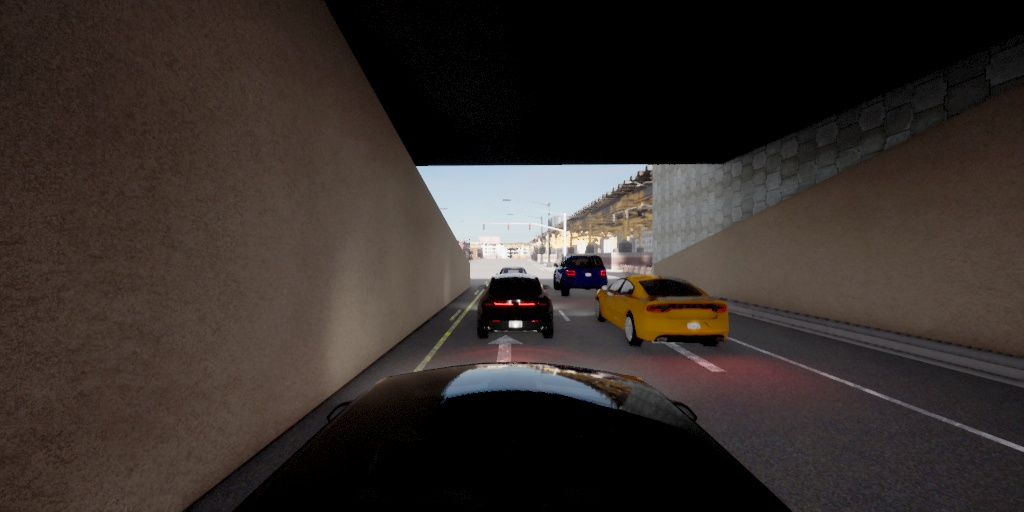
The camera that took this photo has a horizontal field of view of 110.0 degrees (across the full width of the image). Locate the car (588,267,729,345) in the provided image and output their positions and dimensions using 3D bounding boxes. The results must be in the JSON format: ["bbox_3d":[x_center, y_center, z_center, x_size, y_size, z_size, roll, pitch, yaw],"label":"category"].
[{"bbox_3d":[3.574,1.227,9.515,1.882,1.535,5.008,0,0,0],"label":"car"}]

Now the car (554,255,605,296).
[{"bbox_3d":[3.569,0.970,19.484,2.150,2.045,5.566,0,0,0],"label":"car"}]

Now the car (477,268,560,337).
[{"bbox_3d":[0.076,1.254,10.313,1.837,1.490,4.892,0,0,0],"label":"car"}]
